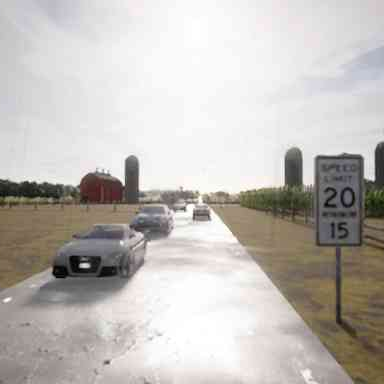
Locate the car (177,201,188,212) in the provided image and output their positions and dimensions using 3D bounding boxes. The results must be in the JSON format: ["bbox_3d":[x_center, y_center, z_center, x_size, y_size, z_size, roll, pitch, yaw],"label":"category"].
[{"bbox_3d":[-1.645,2.067,46.820,2.128,1.511,4.902,0,-1,2],"label":"car"}]

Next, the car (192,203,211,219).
[{"bbox_3d":[0.948,1.926,33.447,2.033,1.411,5.357,0,-1,2],"label":"car"}]

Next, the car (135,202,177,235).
[{"bbox_3d":[-2.334,1.577,20.518,2.097,1.767,4.553,0,-1,2],"label":"car"}]

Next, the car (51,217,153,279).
[{"bbox_3d":[-2.613,1.677,10.286,1.994,1.385,4.181,0,-1,2],"label":"car"}]

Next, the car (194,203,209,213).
[{"bbox_3d":[1.269,2.159,45.580,1.895,1.301,4.718,0,-1,2],"label":"car"}]
